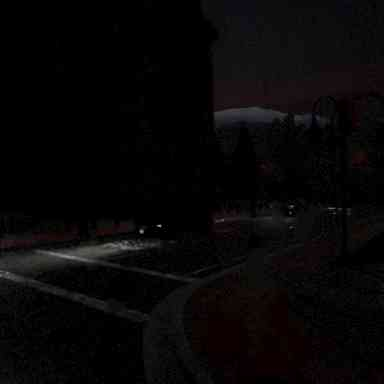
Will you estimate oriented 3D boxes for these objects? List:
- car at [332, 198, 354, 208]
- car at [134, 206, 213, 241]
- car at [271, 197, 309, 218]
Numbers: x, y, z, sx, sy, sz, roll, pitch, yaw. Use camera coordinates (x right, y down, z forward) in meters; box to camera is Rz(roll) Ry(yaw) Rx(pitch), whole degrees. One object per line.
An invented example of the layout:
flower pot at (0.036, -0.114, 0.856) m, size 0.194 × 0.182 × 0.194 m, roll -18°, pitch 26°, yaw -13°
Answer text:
car at (19.993, 1.432, 44.043) m, size 1.994 × 1.385 × 4.181 m, roll -1°, pitch 0°, yaw 37°
car at (-0.799, 1.508, 16.974) m, size 2.128 × 1.511 × 4.902 m, roll -1°, pitch 0°, yaw 37°
car at (8.696, 1.281, 29.403) m, size 2.097 × 1.767 × 4.553 m, roll -1°, pitch 0°, yaw 37°
